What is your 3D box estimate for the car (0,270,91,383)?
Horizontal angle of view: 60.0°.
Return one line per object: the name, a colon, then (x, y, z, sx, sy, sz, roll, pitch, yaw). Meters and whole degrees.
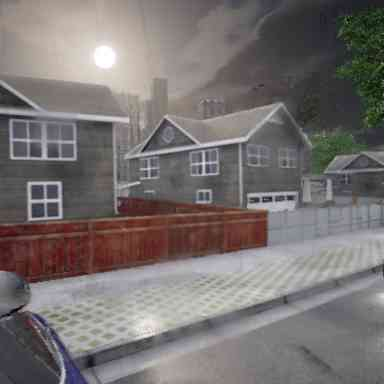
car: (-2.673, 1.361, 1.307, 4.553, 1.767, 2.097, 0, 0, -36)
